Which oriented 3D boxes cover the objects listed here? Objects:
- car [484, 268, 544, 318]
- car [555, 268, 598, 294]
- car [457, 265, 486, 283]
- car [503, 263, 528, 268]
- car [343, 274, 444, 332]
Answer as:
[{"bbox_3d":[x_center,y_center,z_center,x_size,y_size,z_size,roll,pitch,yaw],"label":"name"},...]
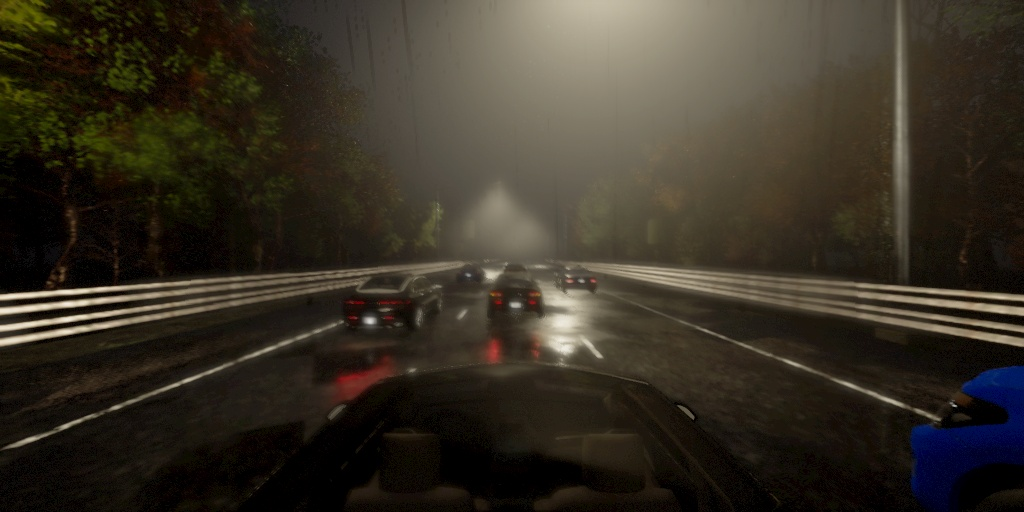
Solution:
[{"bbox_3d":[0.138,1.327,13.133,1.812,1.442,4.674,0,0,0],"label":"car"},{"bbox_3d":[3.694,1.386,21.219,2.033,1.411,5.357,0,0,1],"label":"car"},{"bbox_3d":[-3.215,1.436,29.026,1.994,1.385,4.181,0,0,1],"label":"car"},{"bbox_3d":[0.299,1.355,30.120,1.882,1.535,5.008,0,0,1],"label":"car"},{"bbox_3d":[-3.374,1.297,11.000,1.837,1.490,4.892,0,0,0],"label":"car"}]
